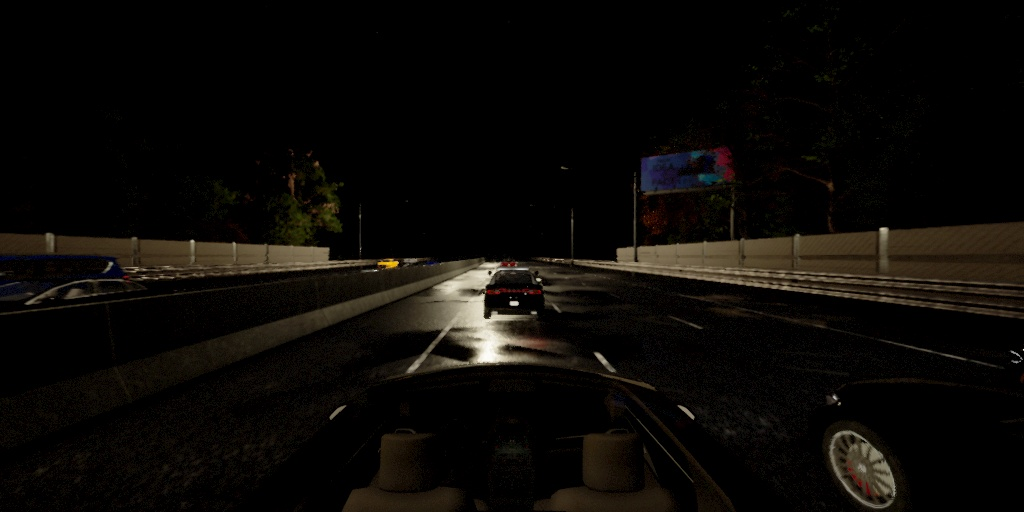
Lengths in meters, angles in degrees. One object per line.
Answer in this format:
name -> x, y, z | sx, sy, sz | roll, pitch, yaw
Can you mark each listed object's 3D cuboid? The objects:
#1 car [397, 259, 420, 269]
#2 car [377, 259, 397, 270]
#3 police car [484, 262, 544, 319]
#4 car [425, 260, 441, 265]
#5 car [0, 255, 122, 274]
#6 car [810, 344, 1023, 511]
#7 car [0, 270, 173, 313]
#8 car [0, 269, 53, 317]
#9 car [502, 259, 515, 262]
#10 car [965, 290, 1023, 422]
car -> -14.829, 1.225, 52.759 | 2.128, 1.511, 4.902 | 0, 0, -1
car -> -18.338, 1.212, 53.118 | 1.882, 1.535, 5.008 | 0, 0, -1
police car -> 0.050, 1.175, 13.014 | 1.930, 1.638, 5.238 | 0, 0, 0
car -> -11.302, 1.259, 51.637 | 1.812, 1.442, 4.674 | 0, 0, -1
car -> -14.131, 0.976, 9.909 | 2.150, 2.045, 5.566 | 0, 0, 0
car -> 3.595, 1.275, 1.242 | 1.812, 1.442, 4.674 | 0, 0, 0
car -> -10.623, 1.244, 8.279 | 2.128, 1.511, 4.902 | 0, 0, 0
car -> -17.633, 1.233, 10.541 | 1.882, 1.535, 5.008 | 0, 0, 0
car -> -0.404, 1.090, 42.832 | 2.097, 1.767, 4.553 | 0, 0, -1
car -> 7.093, 1.225, 2.361 | 1.882, 1.535, 5.008 | 0, 0, 0
